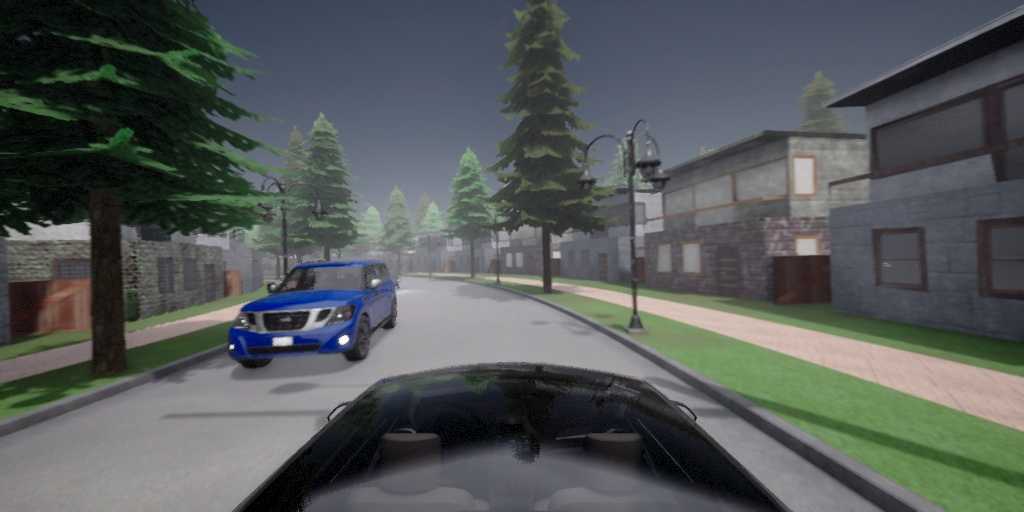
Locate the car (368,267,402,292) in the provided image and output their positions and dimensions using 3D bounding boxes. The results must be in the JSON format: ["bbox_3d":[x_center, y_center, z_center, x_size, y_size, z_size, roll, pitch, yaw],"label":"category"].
[{"bbox_3d":[-9.184,1.600,25.711,1.837,1.490,4.892,-1,0,-25],"label":"car"}]

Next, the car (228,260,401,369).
[{"bbox_3d":[-4.293,1.126,8.838,2.150,2.045,5.566,-2,0,-8],"label":"car"}]
